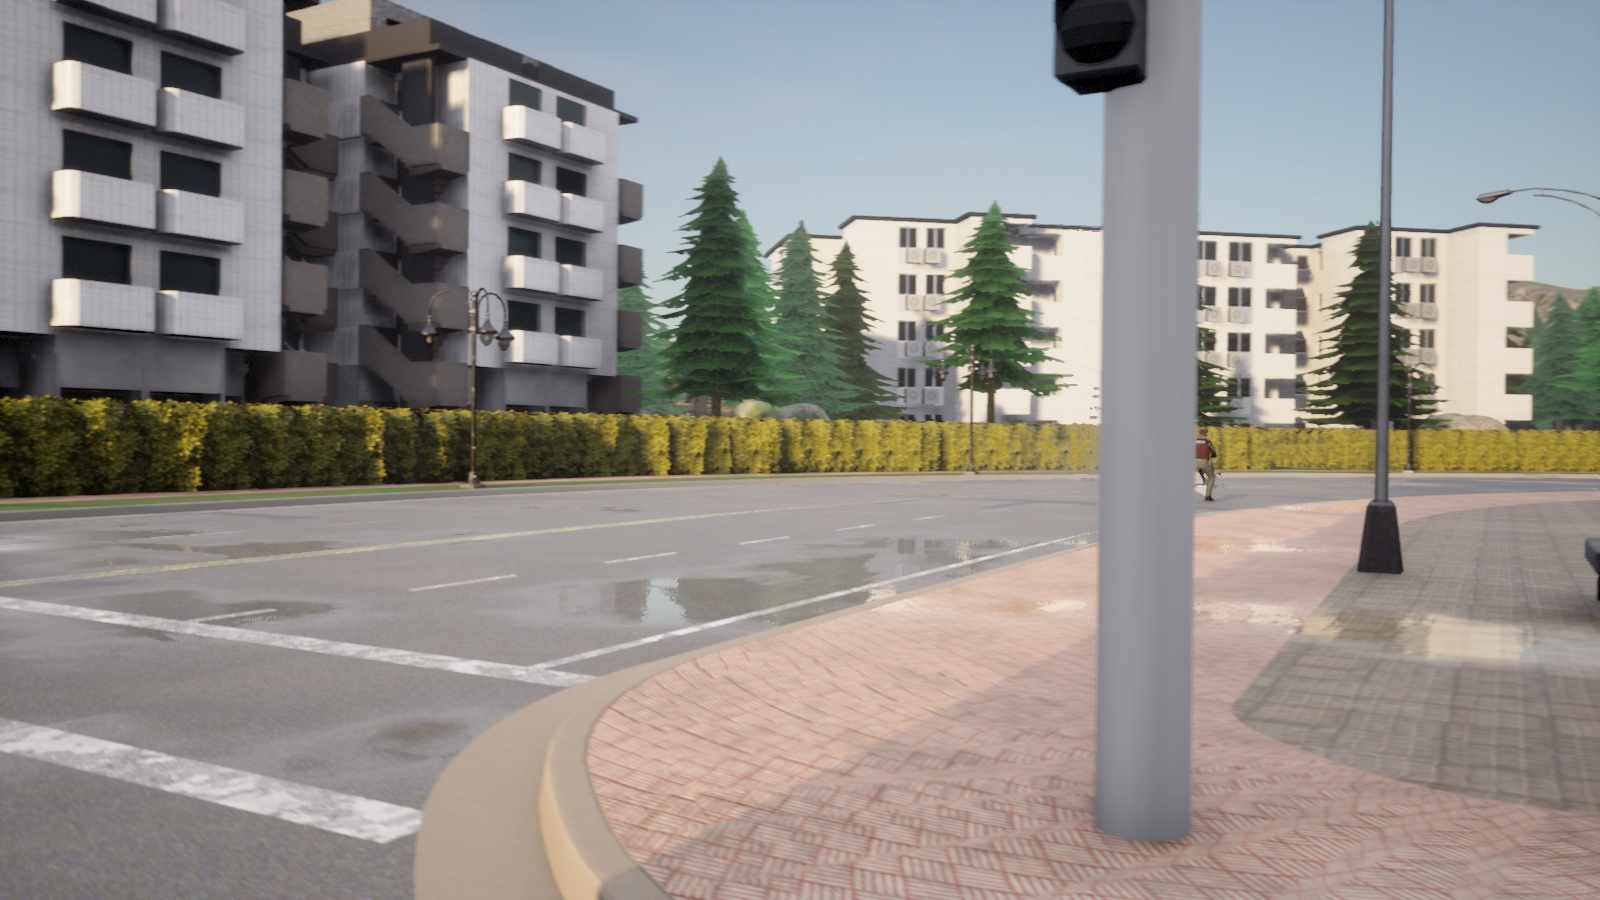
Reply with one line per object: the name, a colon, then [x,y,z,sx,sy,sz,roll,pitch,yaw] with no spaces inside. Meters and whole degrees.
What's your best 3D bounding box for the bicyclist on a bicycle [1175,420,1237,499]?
bicyclist on a bicycle: [9.492,0.197,29.320,0.659,1.776,1.843,1,1,43]
